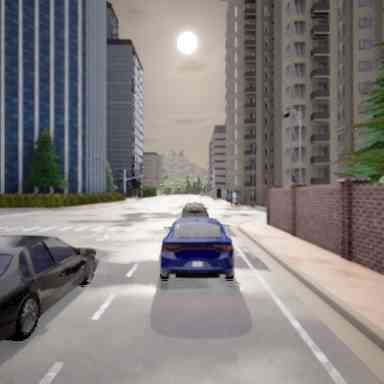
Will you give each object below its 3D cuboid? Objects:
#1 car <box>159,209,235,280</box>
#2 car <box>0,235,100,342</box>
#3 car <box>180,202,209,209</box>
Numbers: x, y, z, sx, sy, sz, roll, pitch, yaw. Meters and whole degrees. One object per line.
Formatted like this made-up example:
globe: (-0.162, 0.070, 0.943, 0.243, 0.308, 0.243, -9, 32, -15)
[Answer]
car: (0.137, 1.487, 10.019, 1.882, 1.535, 5.008, 0, 0, 0)
car: (-3.374, 1.553, 6.414, 2.033, 1.411, 5.357, 0, 0, 0)
car: (0.201, 1.497, 24.121, 1.837, 1.490, 4.892, 0, 1, 0)
